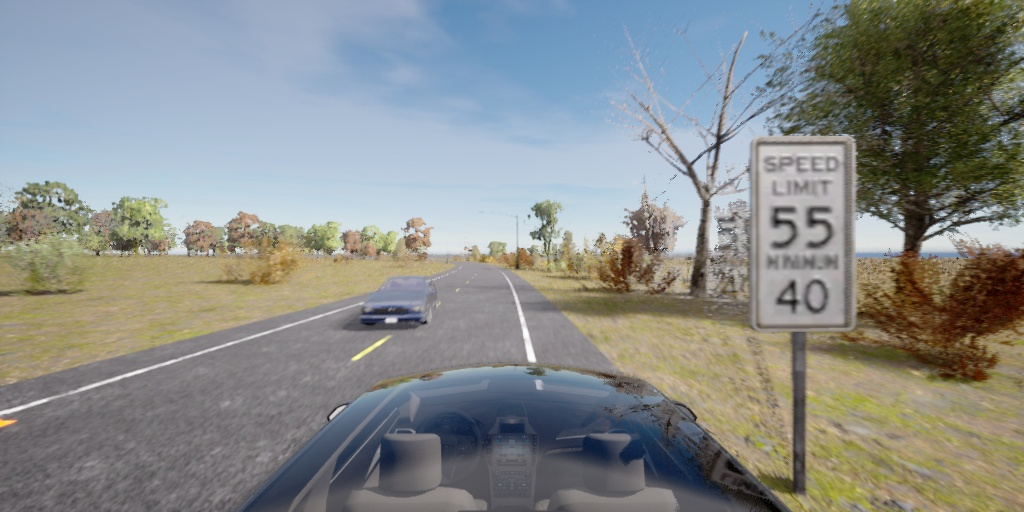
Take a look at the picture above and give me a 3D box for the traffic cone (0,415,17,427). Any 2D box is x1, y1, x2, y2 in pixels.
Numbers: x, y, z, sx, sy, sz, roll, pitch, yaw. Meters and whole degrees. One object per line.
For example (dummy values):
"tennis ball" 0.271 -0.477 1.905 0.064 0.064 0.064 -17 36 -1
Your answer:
"traffic cone" -6.240 1.743 4.235 0.340 0.580 0.340 0 0 0

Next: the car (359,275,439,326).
"car" -3.577 1.378 12.351 2.033 1.411 5.357 0 0 -7
